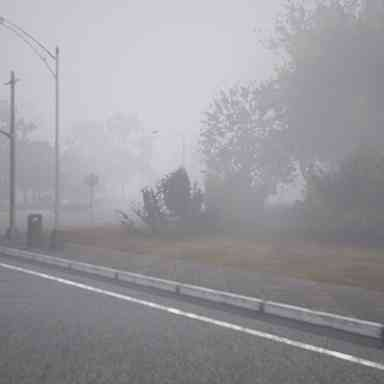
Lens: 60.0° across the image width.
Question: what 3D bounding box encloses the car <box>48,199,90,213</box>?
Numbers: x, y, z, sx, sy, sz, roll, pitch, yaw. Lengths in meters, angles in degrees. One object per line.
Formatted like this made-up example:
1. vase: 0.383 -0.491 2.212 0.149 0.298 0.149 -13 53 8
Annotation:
1. car: -13.313 1.462 36.259 1.812 1.442 4.674 0 0 32
